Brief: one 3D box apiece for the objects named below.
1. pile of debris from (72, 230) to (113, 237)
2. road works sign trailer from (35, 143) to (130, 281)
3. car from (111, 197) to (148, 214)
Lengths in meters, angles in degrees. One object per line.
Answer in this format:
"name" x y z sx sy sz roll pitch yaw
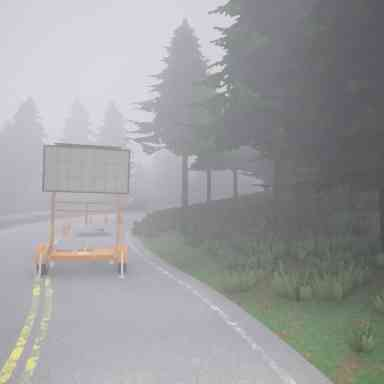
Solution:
"pile of debris" -4.923 2.060 16.576 1.860 0.140 1.500 1 1 -14
"road works sign trailer" -3.089 0.425 9.784 2.380 3.560 2.880 2 0 -15
"car" -6.135 1.297 33.081 1.882 1.535 5.008 -2 0 20
